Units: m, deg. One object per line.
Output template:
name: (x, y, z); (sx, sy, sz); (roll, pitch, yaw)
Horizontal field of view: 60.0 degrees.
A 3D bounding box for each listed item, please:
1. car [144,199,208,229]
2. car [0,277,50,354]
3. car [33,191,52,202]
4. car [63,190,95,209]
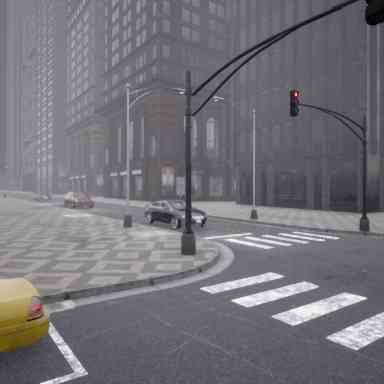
car: (-1.055, 1.204, 19.241); (2.128, 1.511, 4.902); (0, 1, -36)
car: (-4.223, 1.525, 3.641); (4.829, 1.417, 1.752); (0, 0, -35)
car: (-21.714, 0.611, 48.200); (2.128, 1.511, 4.902); (0, 1, -36)
car: (-11.564, 0.736, 33.896); (2.097, 1.767, 4.553); (0, 1, -36)
